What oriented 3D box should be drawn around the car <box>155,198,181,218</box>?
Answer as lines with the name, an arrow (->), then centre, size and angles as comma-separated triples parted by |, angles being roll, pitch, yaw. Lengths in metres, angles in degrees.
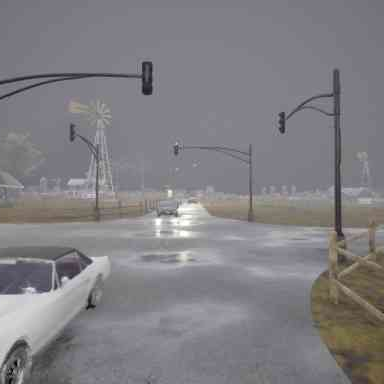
car -> -2.344, 1.566, 30.896 | 1.837, 1.490, 4.892 | 0, 0, -7

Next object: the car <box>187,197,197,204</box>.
car -> 0.062, 1.788, 69.141 | 1.812, 1.442, 4.674 | 0, 0, 0

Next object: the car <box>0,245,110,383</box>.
car -> -2.747, 1.602, 5.093 | 1.895, 1.301, 4.718 | 0, 0, 1

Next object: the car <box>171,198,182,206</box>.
car -> -2.845, 1.781, 62.123 | 1.994, 1.385, 4.181 | 0, 0, 0

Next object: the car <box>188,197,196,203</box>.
car -> -0.035, 1.859, 79.154 | 1.812, 1.442, 4.674 | 0, 0, 0
